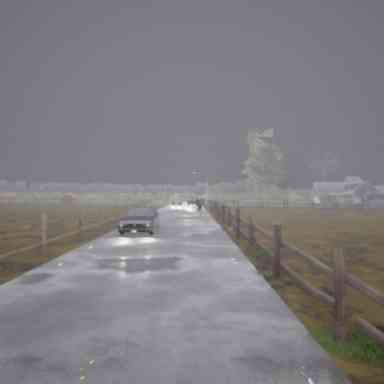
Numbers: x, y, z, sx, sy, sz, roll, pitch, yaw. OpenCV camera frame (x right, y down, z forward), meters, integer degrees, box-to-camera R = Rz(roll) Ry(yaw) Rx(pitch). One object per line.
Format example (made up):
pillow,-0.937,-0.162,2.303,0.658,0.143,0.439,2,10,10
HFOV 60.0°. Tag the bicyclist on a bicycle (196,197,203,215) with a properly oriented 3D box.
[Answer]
bicyclist on a bicycle,0.767,1.515,32.158,0.582,1.620,1.656,0,-1,0

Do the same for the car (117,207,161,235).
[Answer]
car,-2.844,1.564,19.045,2.033,1.411,5.357,0,0,0

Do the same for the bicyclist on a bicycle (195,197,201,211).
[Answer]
bicyclist on a bicycle,0.771,1.492,42.129,0.659,1.776,1.843,0,0,0

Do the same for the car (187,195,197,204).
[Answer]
car,0.026,1.685,77.200,2.150,2.045,5.566,0,-1,0

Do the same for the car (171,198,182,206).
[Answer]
car,-2.766,1.761,60.436,2.128,1.511,4.902,0,0,1

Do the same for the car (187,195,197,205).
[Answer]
car,0.059,1.820,65.465,1.837,1.490,4.892,0,-2,1
